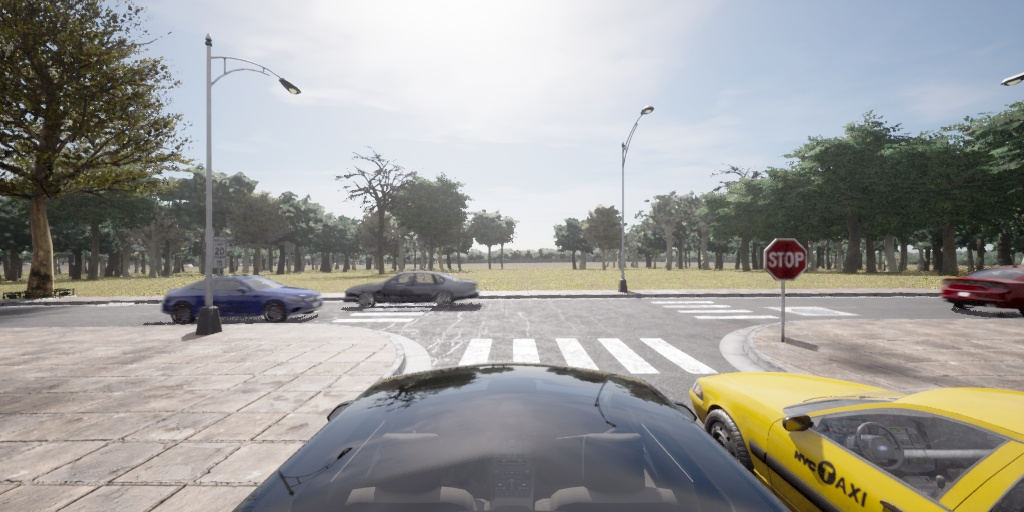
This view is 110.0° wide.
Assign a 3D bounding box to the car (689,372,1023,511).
[{"bbox_3d":[2.638,1.275,1.733,1.751,1.417,4.829,0,0,0],"label":"car"}]

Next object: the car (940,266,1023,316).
[{"bbox_3d":[17.083,1.078,11.579,5.008,1.535,1.882,0,0,0],"label":"car"}]

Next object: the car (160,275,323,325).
[{"bbox_3d":[-8.769,1.361,11.798,4.674,1.442,1.812,-1,0,1],"label":"car"}]

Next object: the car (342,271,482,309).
[{"bbox_3d":[-3.957,1.315,14.703,5.357,1.411,2.033,-1,0,0],"label":"car"}]
